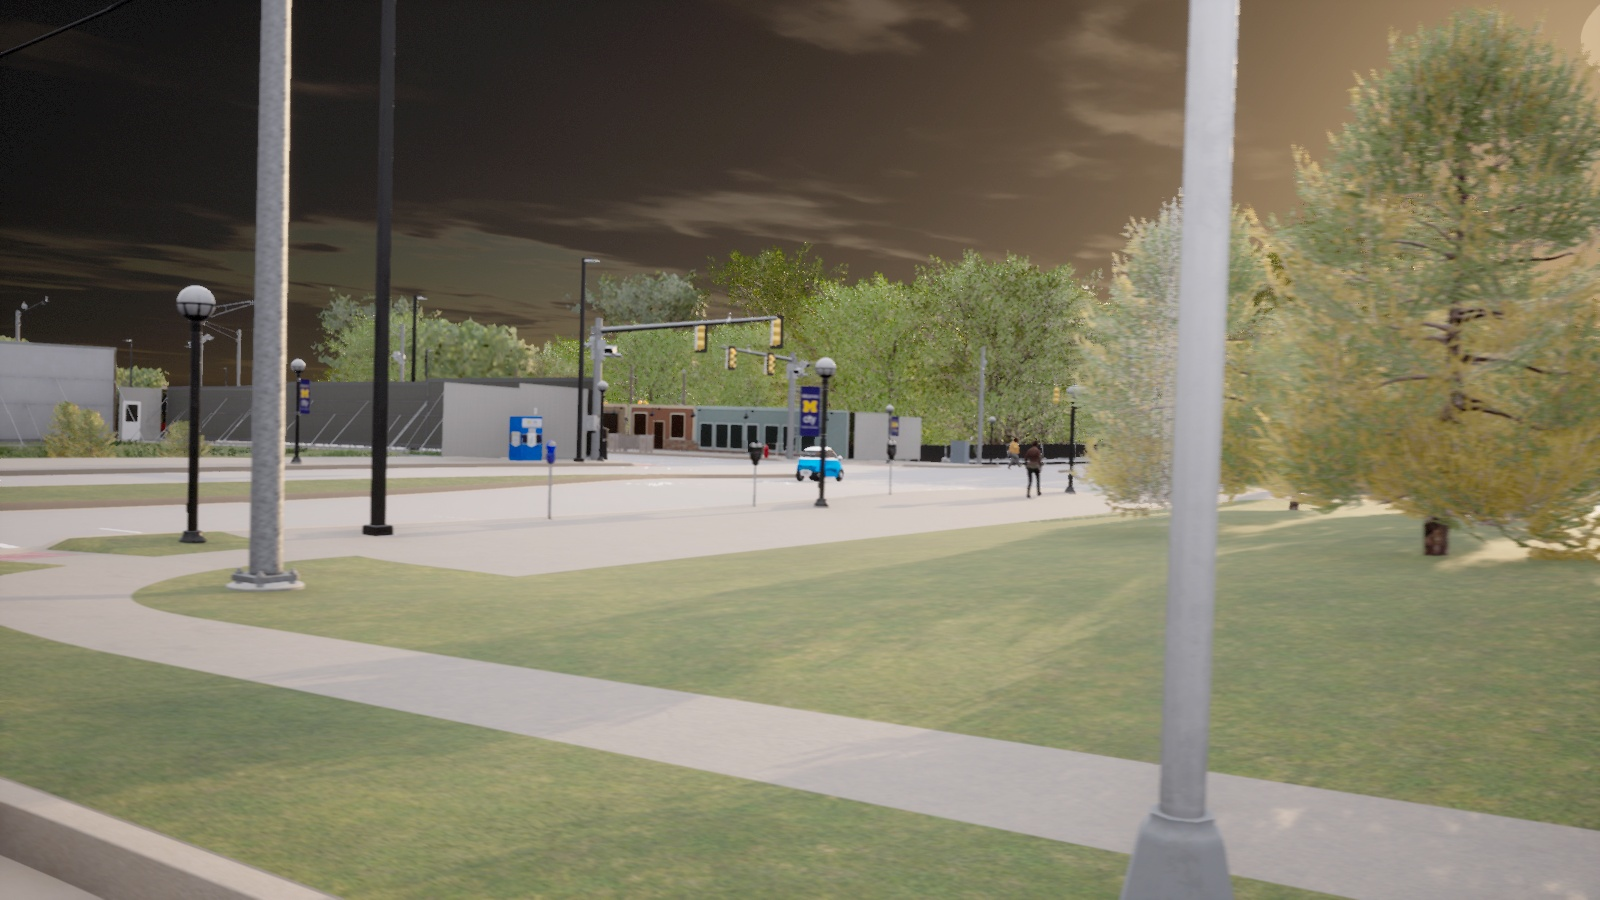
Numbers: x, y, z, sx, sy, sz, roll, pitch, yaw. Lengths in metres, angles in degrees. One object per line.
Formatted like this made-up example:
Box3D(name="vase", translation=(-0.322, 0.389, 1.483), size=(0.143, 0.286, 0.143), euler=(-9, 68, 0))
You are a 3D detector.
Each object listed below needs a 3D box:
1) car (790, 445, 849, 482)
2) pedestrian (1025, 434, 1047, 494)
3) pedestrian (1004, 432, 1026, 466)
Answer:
Box3D(name="car", translation=(0.769, 0.525, 49.489), size=(1.481, 1.376, 2.207), euler=(1, 1, 27))
Box3D(name="pedestrian", translation=(7.202, 0.419, 38.335), size=(0.328, 1.805, 0.869), euler=(2, 2, 33))
Box3D(name="pedestrian", translation=(12.137, -0.057, 70.930), size=(0.900, 1.855, 0.874), euler=(2, 2, 41))
